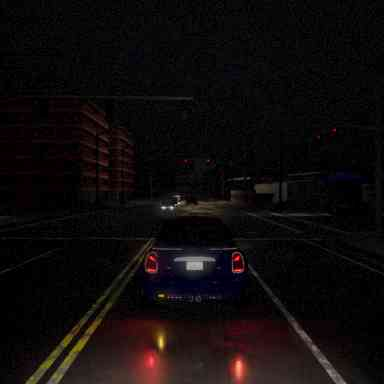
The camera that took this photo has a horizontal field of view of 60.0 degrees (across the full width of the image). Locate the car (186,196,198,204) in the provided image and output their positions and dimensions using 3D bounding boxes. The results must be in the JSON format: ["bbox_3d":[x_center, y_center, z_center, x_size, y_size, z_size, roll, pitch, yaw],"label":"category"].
[{"bbox_3d":[-0.050,1.505,61.908,1.837,1.490,4.892,0,0,0],"label":"car"}]

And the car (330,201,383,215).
[{"bbox_3d":[16.391,1.601,33.204,4.718,1.301,1.895,0,0,0],"label":"car"}]

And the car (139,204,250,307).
[{"bbox_3d":[0.056,1.352,8.117,2.097,1.767,4.553,0,0,0],"label":"car"}]

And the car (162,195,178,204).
[{"bbox_3d":[-3.705,1.548,52.527,2.033,1.411,5.357,0,0,0],"label":"car"}]

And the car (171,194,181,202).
[{"bbox_3d":[-3.696,1.547,63.684,2.033,1.411,5.357,0,0,0],"label":"car"}]
